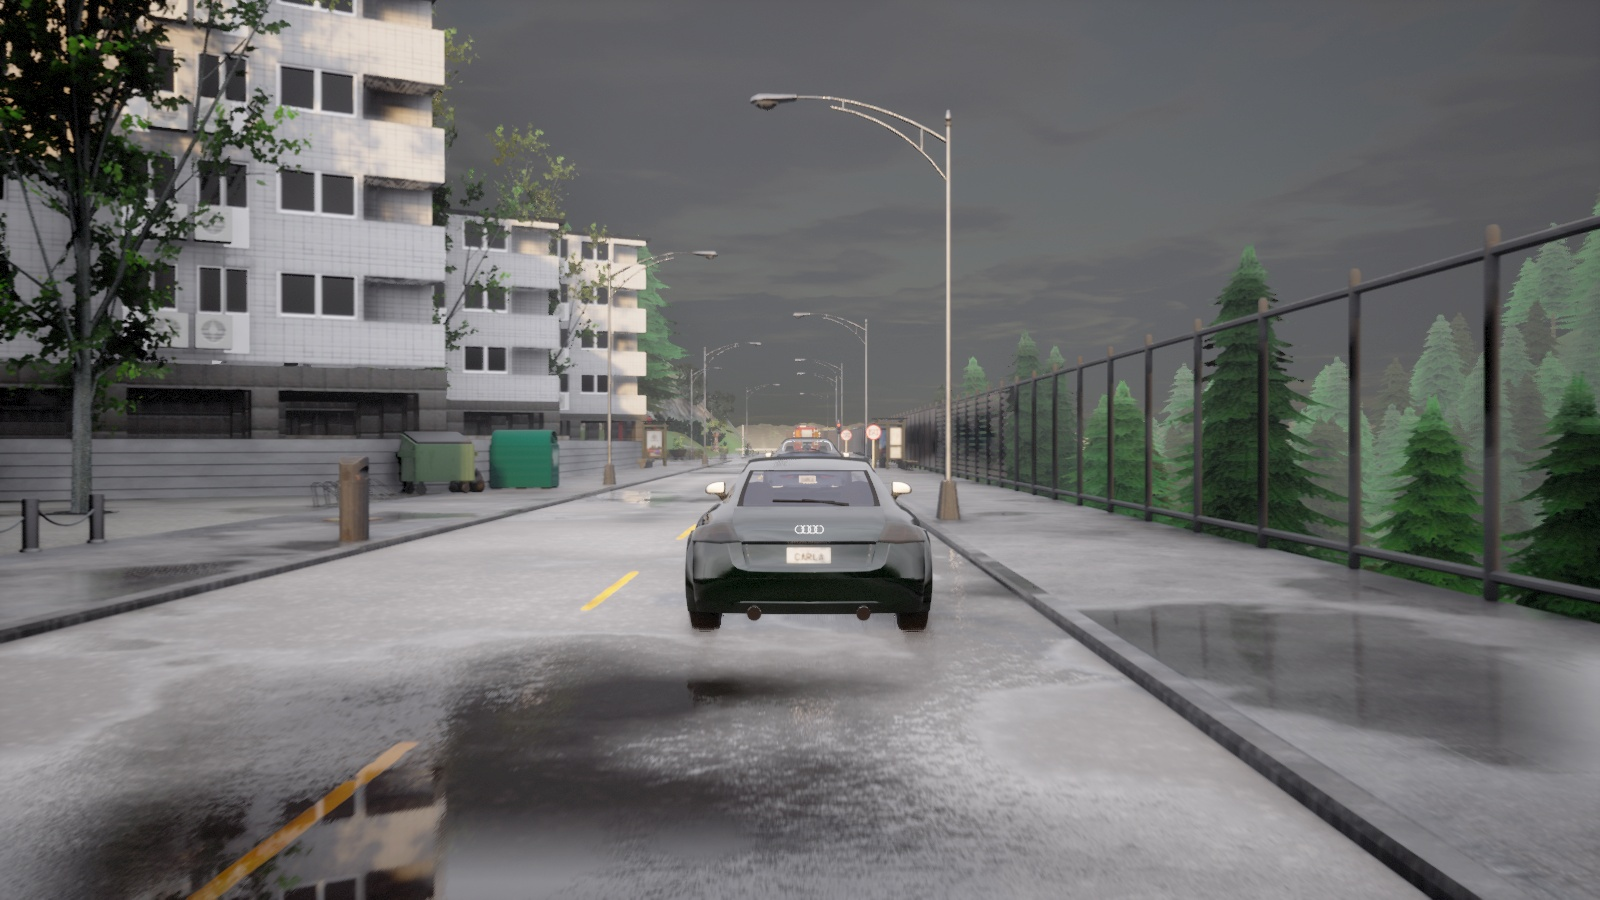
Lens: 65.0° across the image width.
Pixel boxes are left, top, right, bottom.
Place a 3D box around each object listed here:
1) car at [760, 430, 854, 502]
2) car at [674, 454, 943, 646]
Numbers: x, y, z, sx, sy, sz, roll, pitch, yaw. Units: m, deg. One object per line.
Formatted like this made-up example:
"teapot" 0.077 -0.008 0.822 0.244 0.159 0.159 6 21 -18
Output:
"car" 0.183 0.349 31.293 2.152 1.651 5.027 0 0 0
"car" 0.076 0.746 11.399 1.994 1.385 4.181 0 0 0
